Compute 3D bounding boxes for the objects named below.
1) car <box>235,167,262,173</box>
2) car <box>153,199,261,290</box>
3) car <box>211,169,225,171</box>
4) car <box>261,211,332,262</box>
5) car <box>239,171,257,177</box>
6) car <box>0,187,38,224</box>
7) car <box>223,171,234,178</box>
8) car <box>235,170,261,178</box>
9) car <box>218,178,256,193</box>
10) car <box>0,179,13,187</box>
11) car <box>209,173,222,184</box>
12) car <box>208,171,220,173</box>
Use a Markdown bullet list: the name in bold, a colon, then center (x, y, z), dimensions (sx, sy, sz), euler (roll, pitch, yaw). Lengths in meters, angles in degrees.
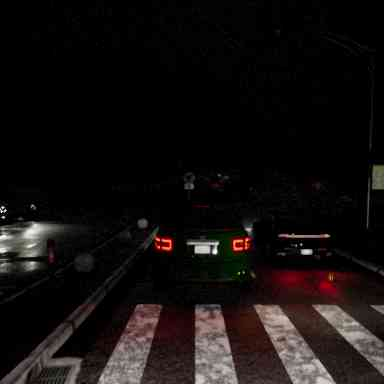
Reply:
- **car**: center (15.150, -4.959, 89.044), dimensions (5.566, 2.045, 2.435), euler (1, 6, 10)
- **car**: center (0.266, 1.192, 9.195), dimensions (2.150, 2.045, 5.566), euler (0, 1, 1)
- **car**: center (6.734, -4.430, 86.438), dimensions (1.882, 1.535, 5.008), euler (1, 6, 10)
- **car**: center (3.344, 1.420, 11.882), dimensions (2.128, 1.511, 4.902), euler (0, 2, 2)
- **car**: center (15.584, -4.940, 91.751), dimensions (4.792, 1.488, 2.163), euler (1, 6, 11)
- **car**: center (-11.348, 0.855, 20.687), dimensions (2.097, 1.767, 4.553), euler (-4, 6, -43)
- **car**: center (8.290, -3.547, 77.516), dimensions (1.812, 1.442, 4.674), euler (1, 5, 9)
- **car**: center (13.675, -3.935, 80.980), dimensions (4.892, 1.521, 2.231), euler (1, 5, 10)
- **car**: center (6.267, -0.786, 45.413), dimensions (1.837, 1.490, 4.892), euler (-1, 4, -36)
- **car**: center (-31.537, -1.434, 54.820), dimensions (5.008, 1.535, 1.882), euler (2, 5, 36)
- **car**: center (4.512, -2.525, 66.375), dimensions (1.837, 1.490, 4.892), euler (0, 5, 2)
- **car**: center (5.100, -3.494, 76.552), dimensions (1.882, 1.535, 5.008), euler (1, 5, 9)
